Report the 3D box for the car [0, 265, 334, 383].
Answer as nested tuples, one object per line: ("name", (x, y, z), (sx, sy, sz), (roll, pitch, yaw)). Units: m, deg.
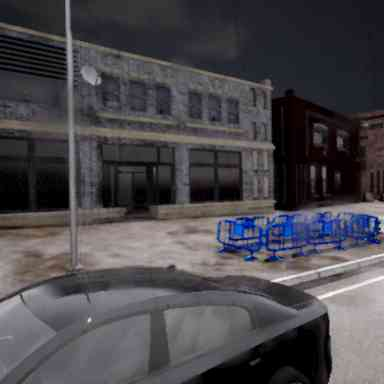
("car", (-0.884, 1.476, 2.739), (5.008, 1.535, 1.882), (0, 0, -35))
